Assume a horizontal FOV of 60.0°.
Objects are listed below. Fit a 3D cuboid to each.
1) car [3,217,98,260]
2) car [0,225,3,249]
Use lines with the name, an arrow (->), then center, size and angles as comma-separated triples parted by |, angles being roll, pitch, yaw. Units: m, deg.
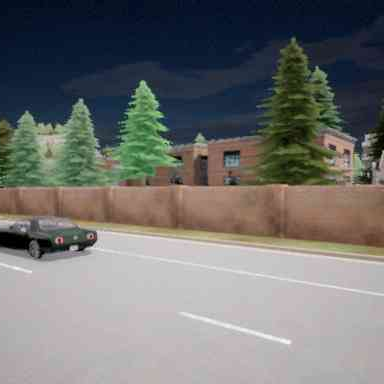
car -> -5.744, 1.574, 12.433 | 4.718, 1.301, 1.895 | 0, 0, 36
car -> -7.669, 1.317, 9.505 | 4.553, 1.767, 2.097 | 0, 0, 36
